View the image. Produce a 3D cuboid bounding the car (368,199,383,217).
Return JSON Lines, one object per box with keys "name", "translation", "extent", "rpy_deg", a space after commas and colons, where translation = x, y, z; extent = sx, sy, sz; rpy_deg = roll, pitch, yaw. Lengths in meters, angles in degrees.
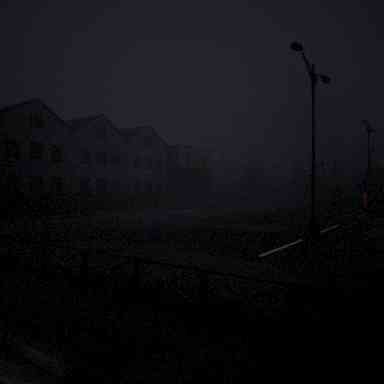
{"name": "car", "translation": [15.494, 1.298, 26.768], "extent": [2.007, 1.523, 4.514], "rpy_deg": [0, 0, 35]}
